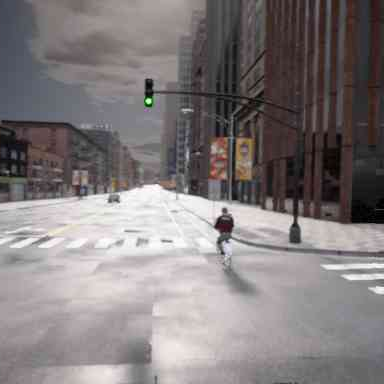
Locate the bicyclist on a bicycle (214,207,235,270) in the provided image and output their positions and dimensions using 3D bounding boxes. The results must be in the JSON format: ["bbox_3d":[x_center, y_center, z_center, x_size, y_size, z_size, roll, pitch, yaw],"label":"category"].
[{"bbox_3d":[0.932,1.316,9.878,0.659,1.776,1.843,0,-1,-7],"label":"bicyclist on a bicycle"}]

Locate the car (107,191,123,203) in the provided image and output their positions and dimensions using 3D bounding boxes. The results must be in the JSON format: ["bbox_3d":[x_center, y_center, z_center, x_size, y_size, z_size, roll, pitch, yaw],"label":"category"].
[{"bbox_3d":[-12.902,1.079,55.412,1.837,1.490,4.892,1,0,-6],"label":"car"}]
